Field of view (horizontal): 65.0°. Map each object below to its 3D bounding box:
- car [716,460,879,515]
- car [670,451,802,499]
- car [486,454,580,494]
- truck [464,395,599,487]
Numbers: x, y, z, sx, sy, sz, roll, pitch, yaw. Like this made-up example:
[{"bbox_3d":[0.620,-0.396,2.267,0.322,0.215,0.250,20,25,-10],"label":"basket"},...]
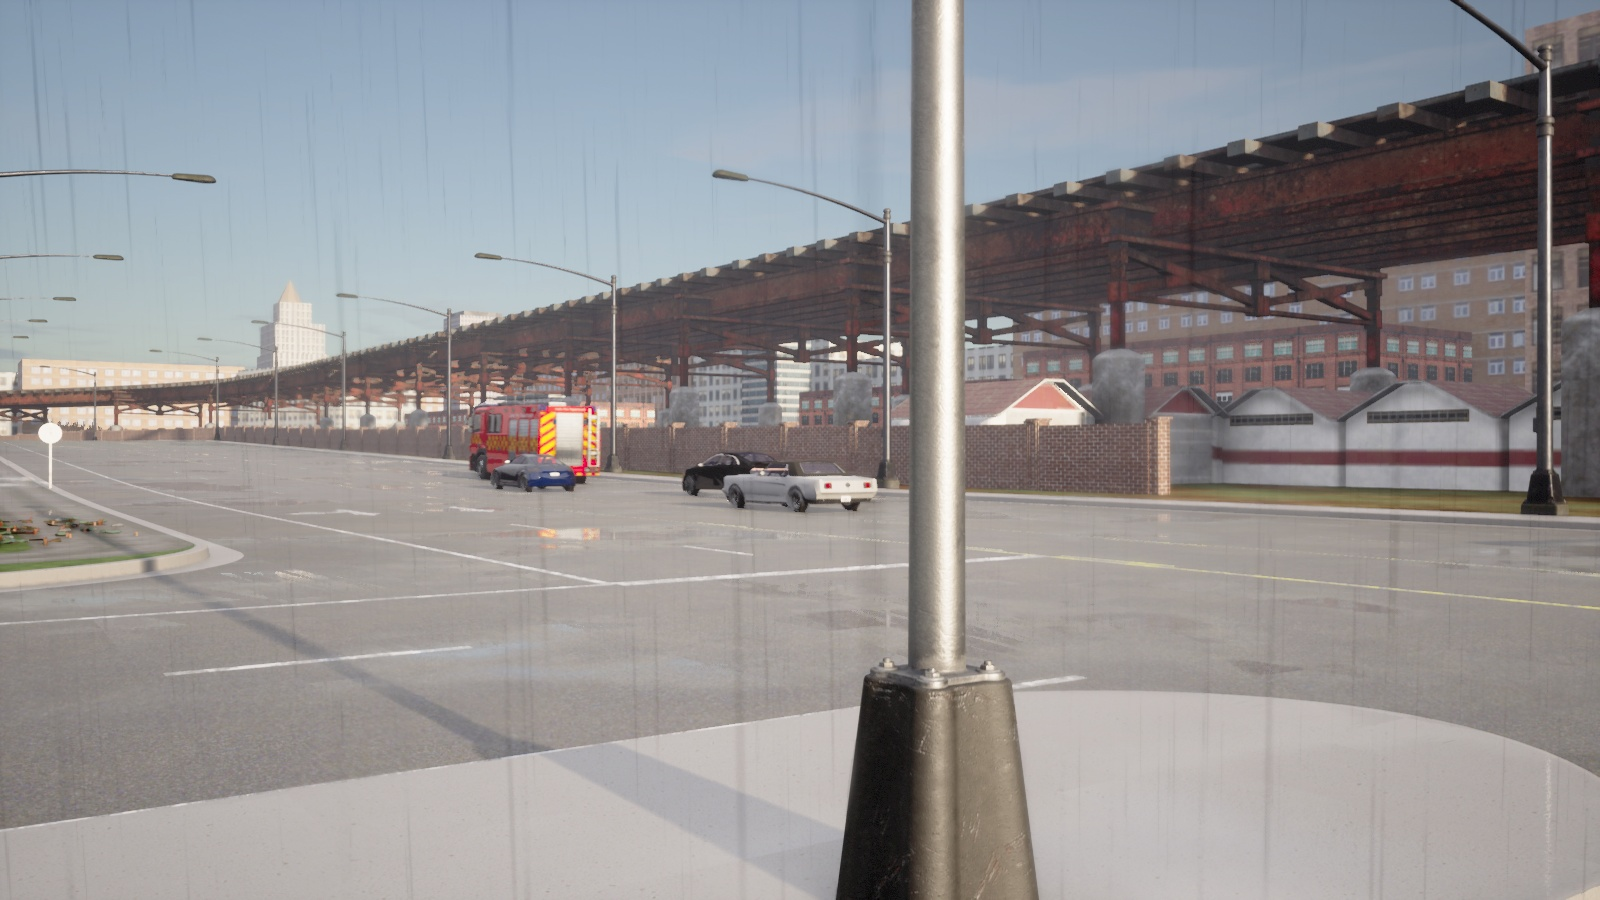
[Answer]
[{"bbox_3d":[-0.155,0.919,32.804,1.895,1.301,4.718,0,0,-35],"label":"car"},{"bbox_3d":[-2.210,0.792,41.937,2.128,1.511,4.902,0,0,-35],"label":"car"},{"bbox_3d":[-10.060,0.876,47.144,1.994,1.385,4.181,0,0,-35],"label":"car"},{"bbox_3d":[-12.212,-0.442,56.418,2.891,3.827,8.468,0,1,-35],"label":"truck"}]
